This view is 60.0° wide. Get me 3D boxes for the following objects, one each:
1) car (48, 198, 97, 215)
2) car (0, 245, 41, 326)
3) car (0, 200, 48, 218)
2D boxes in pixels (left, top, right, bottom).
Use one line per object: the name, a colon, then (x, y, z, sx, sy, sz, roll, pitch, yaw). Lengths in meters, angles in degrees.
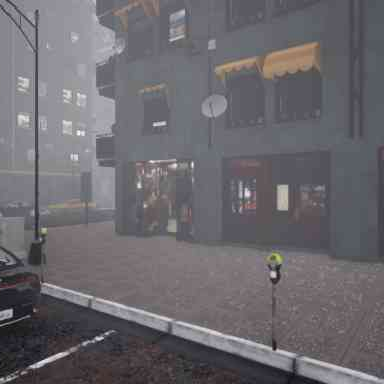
car: (-11.011, 1.249, 30.502, 1.752, 1.417, 4.829, 1, 1, 35)
car: (-4.506, 1.551, 6.075, 4.403, 1.369, 2.008, 0, 0, 35)
car: (-14.095, 1.350, 26.073, 2.008, 1.369, 4.403, 1, 1, 35)
